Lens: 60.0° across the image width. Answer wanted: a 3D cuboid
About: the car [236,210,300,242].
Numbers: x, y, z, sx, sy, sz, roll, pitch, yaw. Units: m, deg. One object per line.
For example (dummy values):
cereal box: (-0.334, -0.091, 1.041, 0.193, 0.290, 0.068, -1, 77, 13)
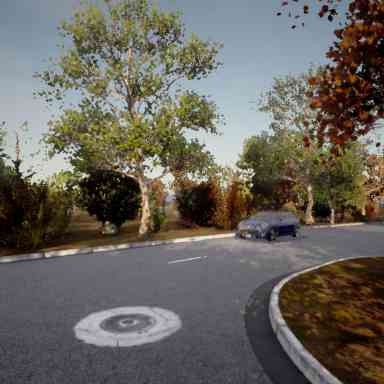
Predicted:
car: (4.617, 1.893, 19.840, 2.097, 1.767, 4.553, -1, -3, 43)
